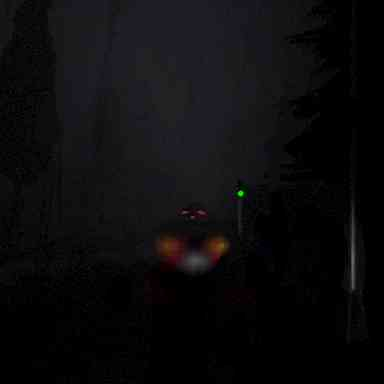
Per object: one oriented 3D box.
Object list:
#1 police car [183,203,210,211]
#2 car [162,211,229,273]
[{"bbox_3d":[0.284,1.580,24.529,2.038,1.542,4.974,0,0,6],"label":"police car"},{"bbox_3d":[0.086,1.559,10.620,1.812,1.442,4.674,0,0,0],"label":"car"}]
